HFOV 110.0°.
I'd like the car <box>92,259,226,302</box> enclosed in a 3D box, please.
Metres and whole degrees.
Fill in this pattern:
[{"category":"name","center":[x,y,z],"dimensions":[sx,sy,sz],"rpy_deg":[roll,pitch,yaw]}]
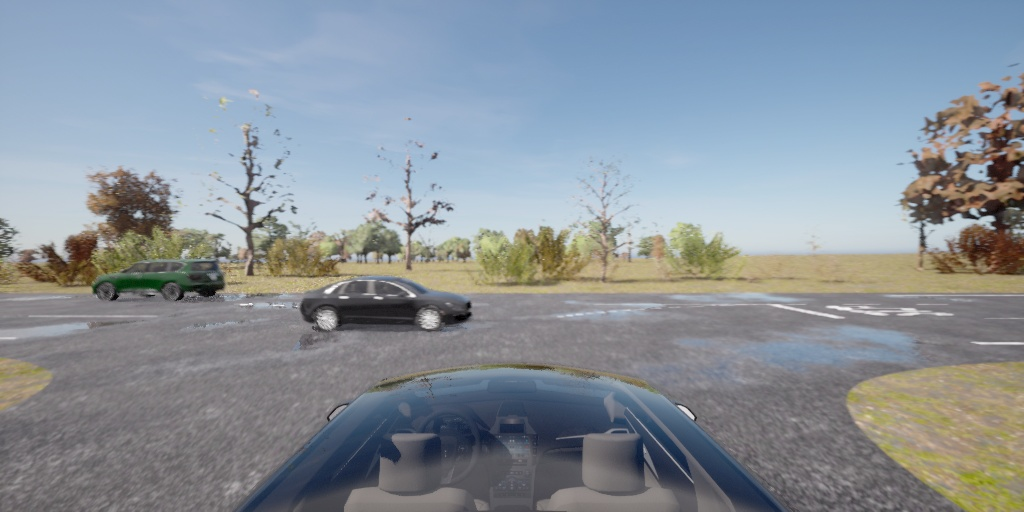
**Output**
[{"category":"car","center":[-17.808,1.198,18.287],"dimensions":[5.566,2.045,2.150],"rpy_deg":[0,0,2]}]

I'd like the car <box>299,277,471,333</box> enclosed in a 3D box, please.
[{"category":"car","center":[-3.668,1.368,10.701],"dimensions":[4.892,1.490,1.837],"rpy_deg":[0,0,3]}]
